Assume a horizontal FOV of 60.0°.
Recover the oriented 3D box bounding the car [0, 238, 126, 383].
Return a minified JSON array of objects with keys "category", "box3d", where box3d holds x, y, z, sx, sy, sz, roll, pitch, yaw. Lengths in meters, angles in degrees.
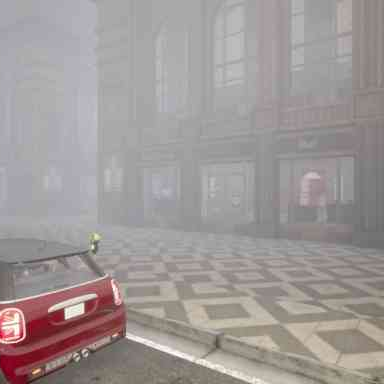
[{"category":"car","box3d":[-2.974,1.440,5.086,4.097,1.590,1.967,0,0,36]}]
